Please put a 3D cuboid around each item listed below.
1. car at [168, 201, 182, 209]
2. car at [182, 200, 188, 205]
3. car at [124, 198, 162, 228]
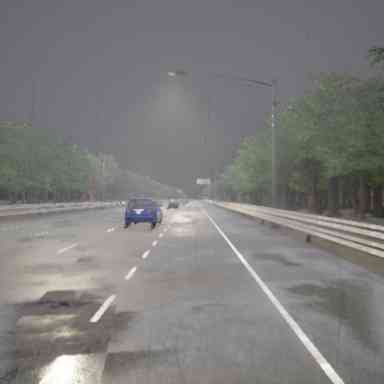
[{"bbox_3d":[-3.297,2.376,60.221,1.837,1.490,4.892,0,-1,0],"label":"car"},{"bbox_3d":[-2.996,3.131,95.389,1.994,1.385,4.181,0,-1,1],"label":"car"},{"bbox_3d":[-3.465,1.461,24.291,2.150,2.045,5.566,0,-1,0],"label":"car"}]
